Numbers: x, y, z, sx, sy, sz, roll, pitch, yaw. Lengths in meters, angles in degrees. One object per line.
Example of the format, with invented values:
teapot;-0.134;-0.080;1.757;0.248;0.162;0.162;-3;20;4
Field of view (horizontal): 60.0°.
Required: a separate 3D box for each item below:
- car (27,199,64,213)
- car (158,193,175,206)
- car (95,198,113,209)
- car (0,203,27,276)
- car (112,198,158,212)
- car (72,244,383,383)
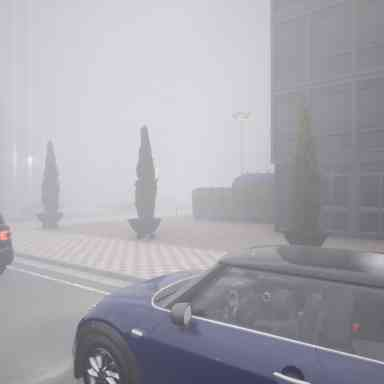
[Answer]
car;-16.776;1.491;37.202;2.128;1.511;4.902;0;0;35
car;-4.982;1.221;54.013;2.150;2.045;5.566;0;0;35
car;-11.073;1.564;45.336;1.994;1.385;4.181;0;0;35
car;-7.033;1.222;8.995;5.566;2.045;2.150;0;0;36
car;-6.636;1.601;39.126;1.895;1.301;4.718;0;0;35
car;0.827;1.352;3.404;4.553;1.767;2.097;0;0;36
